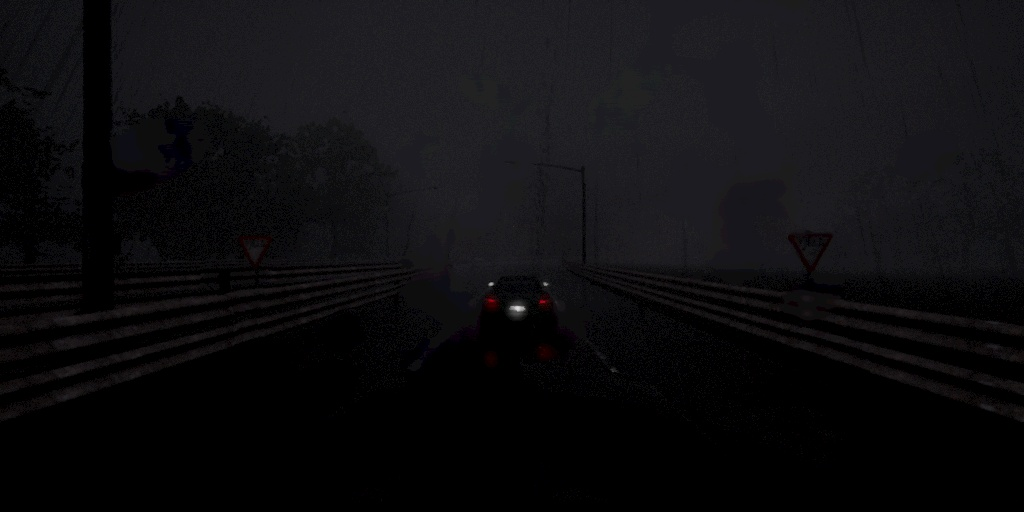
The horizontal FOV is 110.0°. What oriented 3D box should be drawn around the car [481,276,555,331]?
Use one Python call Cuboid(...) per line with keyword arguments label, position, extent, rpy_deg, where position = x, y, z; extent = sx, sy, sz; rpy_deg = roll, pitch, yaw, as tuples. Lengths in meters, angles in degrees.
Cuboid(label="car", position=(0.197, 1.286, 10.975), extent=(1.994, 1.385, 4.181), rpy_deg=(0, 0, 1))
